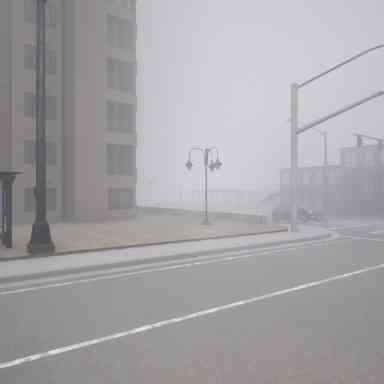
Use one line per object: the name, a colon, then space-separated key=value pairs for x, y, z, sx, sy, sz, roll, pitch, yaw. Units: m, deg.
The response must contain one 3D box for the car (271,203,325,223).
car: x=9.178 y=1.744 z=29.127 sx=2.097 sy=1.767 sz=4.553 roll=1 pitch=-5 yaw=-36
